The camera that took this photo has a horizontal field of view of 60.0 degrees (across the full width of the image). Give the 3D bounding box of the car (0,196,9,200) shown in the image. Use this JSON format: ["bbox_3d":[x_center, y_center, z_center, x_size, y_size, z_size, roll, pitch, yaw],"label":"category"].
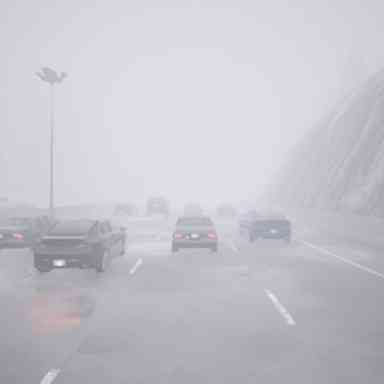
[{"bbox_3d":[-21.081,1.478,34.657,2.150,2.045,5.566,0,0,0],"label":"car"}]

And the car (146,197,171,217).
[{"bbox_3d":[-3.389,1.476,34.050,2.150,2.045,5.566,0,0,0],"label":"car"}]

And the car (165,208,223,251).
[{"bbox_3d":[0.105,1.657,14.526,2.033,1.411,5.357,0,0,0],"label":"car"}]

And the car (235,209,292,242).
[{"bbox_3d":[3.606,1.606,17.116,1.882,1.535,5.008,0,0,0],"label":"car"}]

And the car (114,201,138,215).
[{"bbox_3d":[-6.889,1.766,34.954,1.837,1.490,4.892,0,0,0],"label":"car"}]

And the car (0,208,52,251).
[{"bbox_3d":[-6.895,1.656,14.453,2.033,1.411,5.357,0,0,0],"label":"car"}]

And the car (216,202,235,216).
[{"bbox_3d":[3.598,1.794,35.945,1.812,1.442,4.674,0,0,0],"label":"car"}]

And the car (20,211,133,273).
[{"bbox_3d":[-3.396,1.587,10.940,1.837,1.490,4.892,0,0,0],"label":"car"}]

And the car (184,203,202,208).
[{"bbox_3d":[0.111,1.829,35.437,1.994,1.385,4.181,0,0,0],"label":"car"}]

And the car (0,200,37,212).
[{"bbox_3d":[-17.573,1.820,34.141,1.994,1.385,4.181,0,0,0],"label":"car"}]
